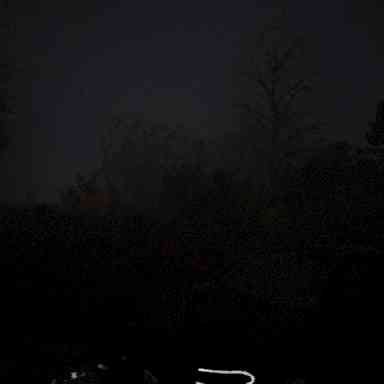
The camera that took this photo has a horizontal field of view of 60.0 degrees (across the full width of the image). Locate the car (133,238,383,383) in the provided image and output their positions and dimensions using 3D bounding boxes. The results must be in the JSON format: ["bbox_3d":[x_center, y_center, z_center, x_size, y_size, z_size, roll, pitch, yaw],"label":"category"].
[{"bbox_3d":[1.628,1.478,4.602,5.008,1.535,1.882,0,0,-36],"label":"car"}]
